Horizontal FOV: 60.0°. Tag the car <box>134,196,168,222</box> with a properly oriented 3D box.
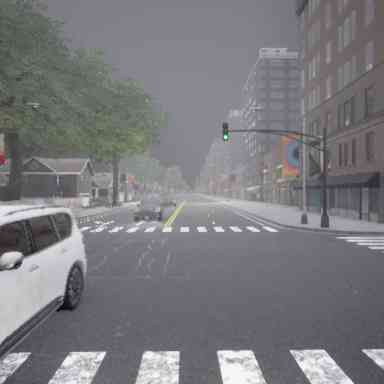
[{"bbox_3d":[-3.300,1.313,26.533,2.097,1.767,4.553,0,0,0],"label":"car"}]

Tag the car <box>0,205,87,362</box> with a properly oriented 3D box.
[{"bbox_3d":[-3.254,1.273,4.777,2.150,2.045,5.566,0,0,0],"label":"car"}]

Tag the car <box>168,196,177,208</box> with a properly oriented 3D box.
[{"bbox_3d":[-3.347,1.333,49.476,2.097,1.767,4.553,0,-1,0],"label":"car"}]
